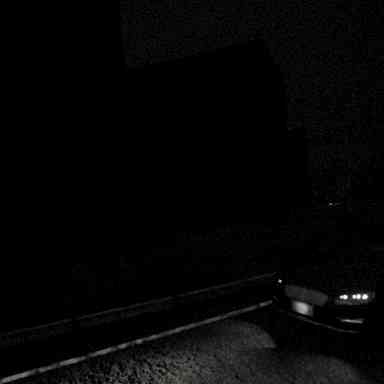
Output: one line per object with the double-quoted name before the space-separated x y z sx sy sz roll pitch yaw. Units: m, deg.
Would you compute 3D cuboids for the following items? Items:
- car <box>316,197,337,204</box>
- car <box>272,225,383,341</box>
"car" 27.955 1.787 69.551 2.033 1.411 5.357 -6 -2 -9
"car" 3.586 1.463 6.553 4.902 1.511 2.128 -1 0 -38
